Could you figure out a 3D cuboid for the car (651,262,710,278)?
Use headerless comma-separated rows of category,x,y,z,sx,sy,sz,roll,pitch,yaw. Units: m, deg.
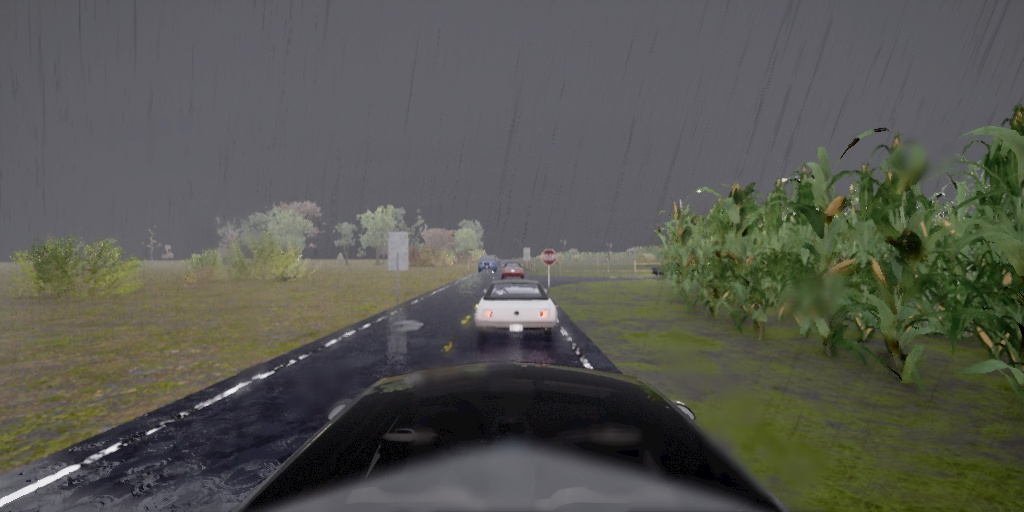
car,14.755,1.061,31.364,5.008,1.535,1.882,-1,-1,-1

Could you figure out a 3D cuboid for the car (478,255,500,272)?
car,-2.983,0.933,44.465,2.150,2.045,5.566,0,0,-1

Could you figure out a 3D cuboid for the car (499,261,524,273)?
car,0.057,1.276,33.073,1.994,1.385,4.181,0,0,0

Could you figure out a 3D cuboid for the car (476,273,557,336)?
car,0.099,1.340,10.341,1.895,1.301,4.718,0,0,0
